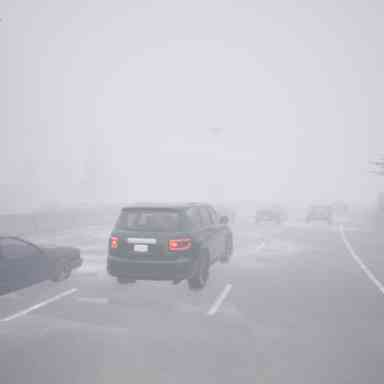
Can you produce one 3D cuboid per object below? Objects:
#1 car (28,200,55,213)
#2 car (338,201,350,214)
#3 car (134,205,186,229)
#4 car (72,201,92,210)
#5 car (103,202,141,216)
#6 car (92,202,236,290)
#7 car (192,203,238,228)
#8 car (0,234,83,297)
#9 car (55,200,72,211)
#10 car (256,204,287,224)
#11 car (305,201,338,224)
[{"bbox_3d":[-17.842,1.811,41.125,2.097,1.767,4.553,-1,0,26],"label":"car"},{"bbox_3d":[17.164,1.740,38.897,1.994,1.385,4.181,-1,0,32],"label":"car"},{"bbox_3d":[-2.214,1.736,24.482,1.812,1.442,4.674,-1,-1,23],"label":"car"},{"bbox_3d":[-11.107,1.883,39.001,2.128,1.511,4.902,-1,-1,27],"label":"car"},{"bbox_3d":[-7.841,1.921,37.698,1.994,1.385,4.181,-1,-1,27],"label":"car"},{"bbox_3d":[-0.299,1.300,9.627,2.150,2.045,5.566,-1,-1,17],"label":"car"},{"bbox_3d":[1.863,1.661,25.106,1.882,1.535,5.008,-1,-1,23],"label":"car"},{"bbox_3d":[-4.668,1.641,7.288,2.033,1.411,5.357,-1,0,16],"label":"car"},{"bbox_3d":[-13.993,1.934,41.059,1.837,1.490,4.892,-1,0,27],"label":"car"},{"bbox_3d":[6.366,1.686,26.524,1.812,1.442,4.674,-1,-1,25],"label":"car"},{"bbox_3d":[10.091,1.678,26.217,2.033,1.411,5.357,-1,0,26],"label":"car"}]
